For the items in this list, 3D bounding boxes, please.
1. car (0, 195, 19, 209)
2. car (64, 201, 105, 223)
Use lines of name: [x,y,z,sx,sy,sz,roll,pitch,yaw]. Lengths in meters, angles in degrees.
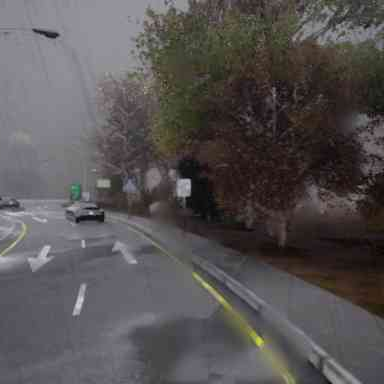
car: [-19.996,1.016,34.812,4.181,1.385,1.994,1,0,32]
car: [-7.561,1.301,23.226,1.994,1.385,4.181,0,1,-32]
